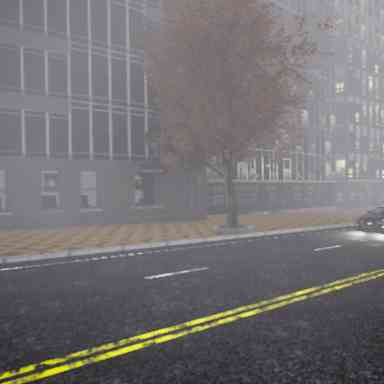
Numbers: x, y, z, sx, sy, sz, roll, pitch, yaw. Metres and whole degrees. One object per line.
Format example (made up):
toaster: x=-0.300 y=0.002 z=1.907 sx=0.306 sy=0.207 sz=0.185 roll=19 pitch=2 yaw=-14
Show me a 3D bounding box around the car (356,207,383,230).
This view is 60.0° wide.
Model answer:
car: x=11.645 y=1.594 z=19.881 sx=4.181 sy=1.385 sz=1.994 roll=0 pitch=0 yaw=-35
